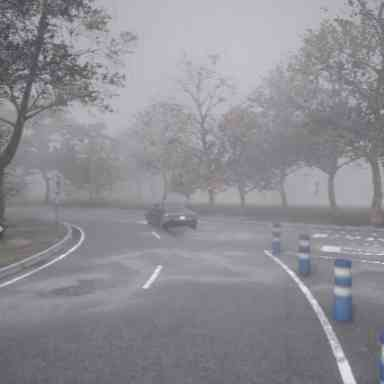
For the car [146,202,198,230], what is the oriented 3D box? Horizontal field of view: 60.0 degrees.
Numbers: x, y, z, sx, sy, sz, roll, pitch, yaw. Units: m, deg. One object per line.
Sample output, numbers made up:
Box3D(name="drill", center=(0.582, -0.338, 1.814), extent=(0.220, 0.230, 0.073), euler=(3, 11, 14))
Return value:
Box3D(name="car", center=(-1.246, 1.271, 18.980), extent=(1.994, 1.385, 4.181), euler=(0, 1, -22))
